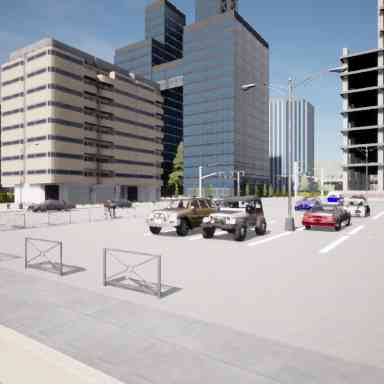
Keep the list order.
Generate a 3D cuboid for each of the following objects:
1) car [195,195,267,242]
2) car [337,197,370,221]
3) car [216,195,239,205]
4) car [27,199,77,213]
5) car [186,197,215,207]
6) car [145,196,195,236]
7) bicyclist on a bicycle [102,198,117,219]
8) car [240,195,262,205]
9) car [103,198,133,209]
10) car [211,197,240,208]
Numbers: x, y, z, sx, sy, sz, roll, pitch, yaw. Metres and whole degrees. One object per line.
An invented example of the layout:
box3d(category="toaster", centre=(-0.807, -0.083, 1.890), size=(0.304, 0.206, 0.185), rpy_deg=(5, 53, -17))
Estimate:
box3d(category="car", centre=(2.094, 1.156, 15.617), size=(1.905, 1.878, 3.866), rpy_deg=(0, 0, 34))
box3d(category="car", centre=(14.097, 1.395, 28.592), size=(1.970, 1.475, 3.806), rpy_deg=(0, 0, 34))
box3d(category="car", centre=(6.360, 1.352, 58.781), size=(2.097, 1.767, 4.553), rpy_deg=(0, 0, 34))
box3d(category="car", centre=(-15.954, 1.547, 38.177), size=(2.033, 1.411, 5.357), rpy_deg=(0, 0, 34))
box3d(category="car", centre=(1.322, 1.492, 51.149), size=(2.128, 1.511, 4.902), rpy_deg=(0, 0, 34))
box3d(category="car", centre=(-0.276, 1.153, 17.279), size=(1.932, 1.855, 4.605), rpy_deg=(0, 0, 34))
box3d(category="bicyclist on a bicycle", centre=(-6.520, 1.302, 26.229), size=(1.656, 1.620, 0.582), rpy_deg=(0, 0, 34))
box3d(category="car", centre=(10.395, 1.352, 58.354), size=(2.097, 1.767, 4.553), rpy_deg=(0, 0, 34))
box3d(category="car", centre=(-10.329, 1.564, 46.550), size=(1.994, 1.385, 4.181), rpy_deg=(0, 0, 35))
box3d(category="car", centre=(5.135, 1.547, 50.475), size=(2.033, 1.411, 5.357), rpy_deg=(0, 0, 33))
